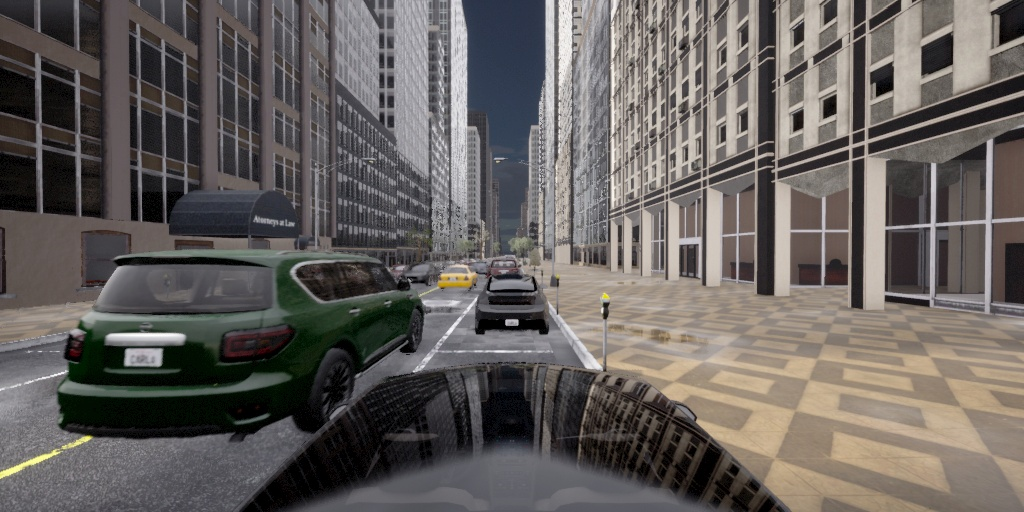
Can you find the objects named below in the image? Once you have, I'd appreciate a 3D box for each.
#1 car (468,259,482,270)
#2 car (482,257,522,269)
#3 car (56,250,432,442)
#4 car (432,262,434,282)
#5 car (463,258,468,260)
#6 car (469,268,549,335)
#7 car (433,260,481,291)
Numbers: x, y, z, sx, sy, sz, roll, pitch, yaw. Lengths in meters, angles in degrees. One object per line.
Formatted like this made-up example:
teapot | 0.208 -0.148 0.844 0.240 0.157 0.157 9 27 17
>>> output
car | -3.047 1.291 35.374 2.033 1.411 5.357 0 0 0
car | -0.457 1.061 22.523 2.192 1.841 5.009 0 0 0
car | -3.048 0.966 5.673 2.150 2.045 5.566 0 -1 1
car | -6.245 1.251 24.698 1.837 1.490 4.892 0 0 0
car | -8.837 1.320 62.308 1.802 1.307 4.207 0 0 0
car | -0.001 1.252 10.501 1.837 1.490 4.892 0 0 0
car | -3.148 1.204 21.685 1.801 1.575 5.366 0 0 0
